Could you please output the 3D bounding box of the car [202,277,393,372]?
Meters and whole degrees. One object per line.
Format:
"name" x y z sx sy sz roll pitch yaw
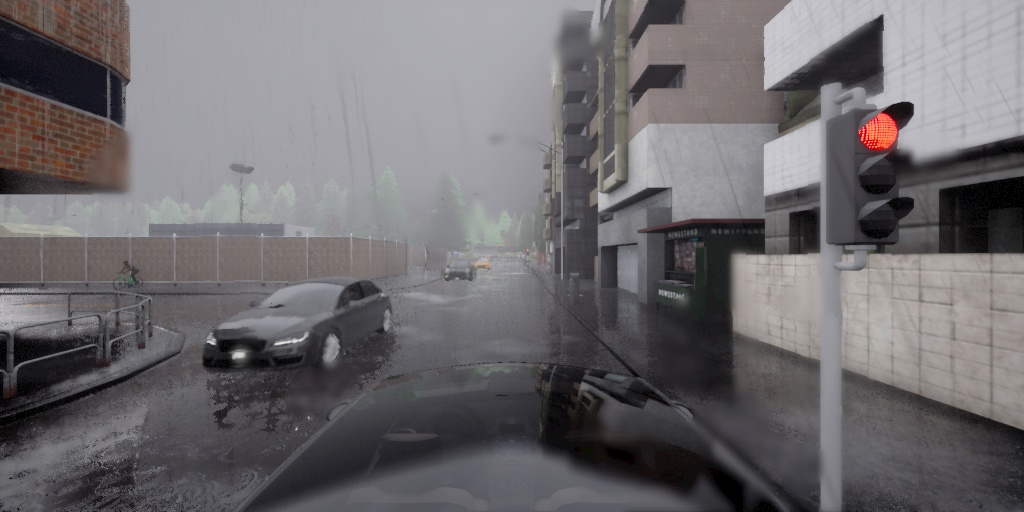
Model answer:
"car" -4.103 1.255 7.830 1.837 1.490 4.892 0 0 0

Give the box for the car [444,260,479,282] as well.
"car" -4.116 1.102 29.084 2.097 1.767 4.553 0 0 0

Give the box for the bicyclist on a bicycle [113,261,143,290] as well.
"bicyclist on a bicycle" -22.184 1.099 20.738 0.582 1.620 1.656 0 0 0

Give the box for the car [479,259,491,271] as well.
"car" -4.059 1.227 50.254 1.882 1.535 5.008 0 0 0
